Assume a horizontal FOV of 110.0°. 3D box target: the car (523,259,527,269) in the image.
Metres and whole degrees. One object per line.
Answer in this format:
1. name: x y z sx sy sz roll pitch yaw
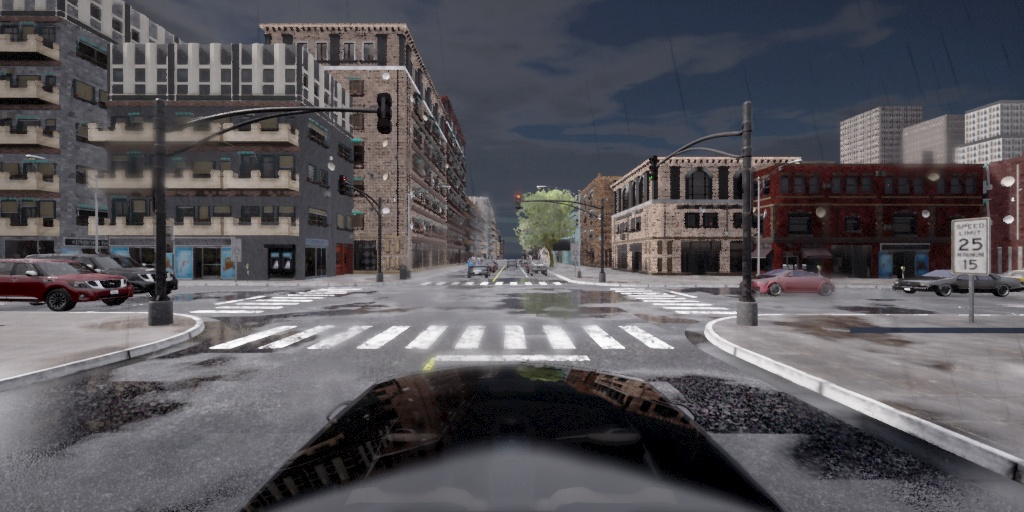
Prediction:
1. car: 2.687 1.228 42.707 1.967 1.591 4.097 0 0 0

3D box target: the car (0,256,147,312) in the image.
1. car: -17.278 1.013 13.289 5.009 1.841 2.192 0 0 0

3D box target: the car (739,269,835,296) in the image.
1. car: 14.717 1.387 19.308 4.181 1.385 1.994 0 0 0

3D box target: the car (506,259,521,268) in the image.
1. car: -0.005 1.319 63.366 2.128 1.511 4.902 0 0 0

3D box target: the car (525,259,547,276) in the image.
1. car: 2.687 1.330 37.010 2.007 1.370 4.403 0 0 0

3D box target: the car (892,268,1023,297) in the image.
1. car: 24.018 1.412 19.376 5.357 1.411 2.033 0 0 0

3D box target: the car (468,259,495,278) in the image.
1. car: -3.105 1.266 34.360 2.128 1.511 4.902 0 0 0

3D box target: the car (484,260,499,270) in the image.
1. car: -3.090 1.372 54.264 1.994 1.385 4.181 0 0 0

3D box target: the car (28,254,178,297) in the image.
1. car: -18.233 0.917 15.869 5.566 2.045 2.150 0 0 0

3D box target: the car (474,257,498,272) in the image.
1. car: -3.102 1.143 44.254 2.097 1.767 4.553 0 0 0
